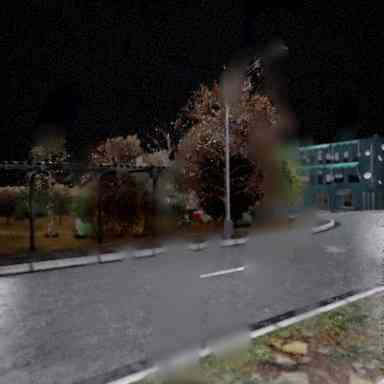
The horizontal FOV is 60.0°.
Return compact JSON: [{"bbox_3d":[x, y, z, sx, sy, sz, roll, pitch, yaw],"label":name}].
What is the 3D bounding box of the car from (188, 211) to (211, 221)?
[{"bbox_3d":[1.573,4.419,61.530,2.150,2.045,5.566,-1,-5,-19],"label":"car"}]
